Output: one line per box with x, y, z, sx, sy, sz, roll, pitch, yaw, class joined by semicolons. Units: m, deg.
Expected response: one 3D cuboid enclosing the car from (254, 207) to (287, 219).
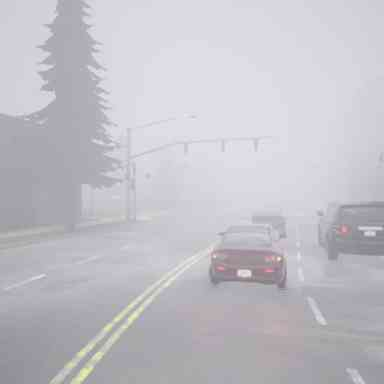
4.795;1.661;20.551;1.882;1.535;5.008;0;0;17;car

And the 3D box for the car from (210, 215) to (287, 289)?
1.676;1.610;9.457;1.812;1.442;4.674;0;0;13;car

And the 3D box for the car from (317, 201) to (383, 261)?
6.103;1.342;12.595;2.150;2.045;5.566;0;0;16;car
